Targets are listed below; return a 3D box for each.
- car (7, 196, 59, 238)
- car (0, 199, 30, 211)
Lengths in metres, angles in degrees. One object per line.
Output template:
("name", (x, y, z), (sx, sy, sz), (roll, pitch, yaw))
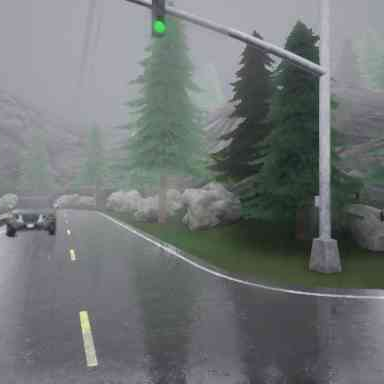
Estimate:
("car", (-8.671, 1.247, 18.387), (2.150, 2.045, 5.566), (0, 0, -21))
("car", (-23.003, 1.584, 42.222), (4.674, 1.442, 1.812), (0, 0, 25))
